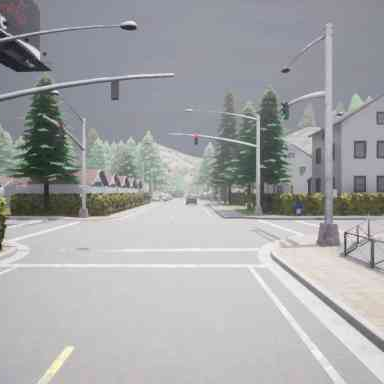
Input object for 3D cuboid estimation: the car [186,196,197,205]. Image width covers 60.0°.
[{"bbox_3d":[-0.086,1.505,59.225,1.837,1.490,4.892,0,0,0],"label":"car"}]
